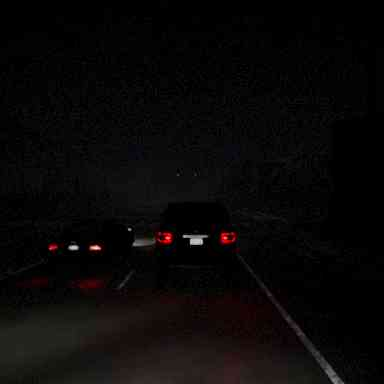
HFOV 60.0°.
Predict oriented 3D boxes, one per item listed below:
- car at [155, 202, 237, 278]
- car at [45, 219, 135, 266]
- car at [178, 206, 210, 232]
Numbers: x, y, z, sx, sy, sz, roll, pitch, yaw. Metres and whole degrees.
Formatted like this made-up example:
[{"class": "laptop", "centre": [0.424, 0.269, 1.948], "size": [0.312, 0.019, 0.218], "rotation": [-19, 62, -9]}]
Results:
[{"class": "car", "centre": [0.103, 1.335, 10.662], "size": [2.150, 2.045, 5.566], "rotation": [0, -1, 0]}, {"class": "car", "centre": [-3.398, 1.680, 12.058], "size": [2.033, 1.411, 5.357], "rotation": [0, -1, 0]}, {"class": "car", "centre": [0.115, 1.804, 23.543], "size": [2.033, 1.411, 5.357], "rotation": [0, -1, 0]}]
